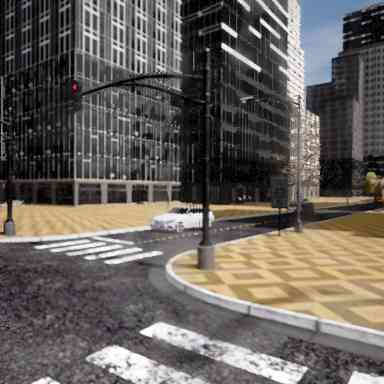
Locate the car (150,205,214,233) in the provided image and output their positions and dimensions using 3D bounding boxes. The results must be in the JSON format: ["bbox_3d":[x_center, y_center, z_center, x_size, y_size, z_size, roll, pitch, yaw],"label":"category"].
[{"bbox_3d":[-0.444,1.553,20.006,1.812,1.442,4.674,1,1,38],"label":"car"}]

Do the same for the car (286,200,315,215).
[{"bbox_3d":[11.712,1.582,35.837,2.128,1.511,4.902,1,0,38],"label":"car"}]
